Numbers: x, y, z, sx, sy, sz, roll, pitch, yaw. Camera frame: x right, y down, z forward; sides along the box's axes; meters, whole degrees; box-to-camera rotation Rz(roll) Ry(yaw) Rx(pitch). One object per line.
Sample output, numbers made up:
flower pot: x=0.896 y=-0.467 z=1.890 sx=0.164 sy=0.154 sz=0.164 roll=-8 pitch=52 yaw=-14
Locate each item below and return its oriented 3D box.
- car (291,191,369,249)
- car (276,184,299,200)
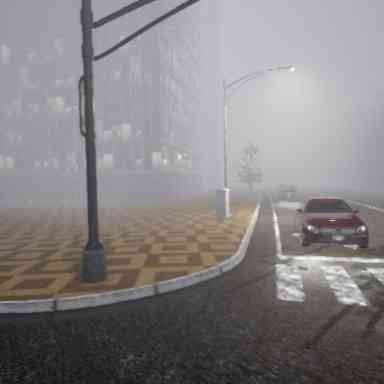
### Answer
car: x=4.602 y=0.914 z=11.516 sx=1.812 sy=1.442 sz=4.674 roll=-1 pitch=3 yaw=13
car: x=9.359 y=-0.064 z=32.847 sx=2.128 sy=1.511 sz=4.902 roll=-1 pitch=2 yaw=12
